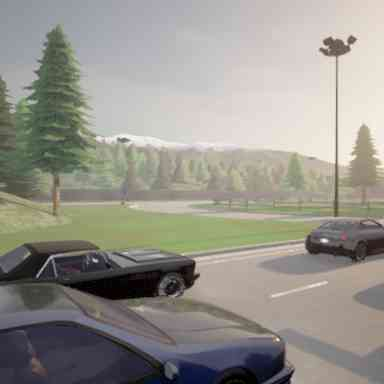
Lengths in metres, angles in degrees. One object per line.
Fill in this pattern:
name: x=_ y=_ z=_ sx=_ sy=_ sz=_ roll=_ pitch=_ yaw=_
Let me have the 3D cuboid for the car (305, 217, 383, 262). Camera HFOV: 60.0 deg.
car: x=6.161 y=1.640 z=12.486 sx=4.181 sy=1.385 sz=1.994 roll=0 pitch=0 yaw=-35

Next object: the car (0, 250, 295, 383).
car: x=-1.531 y=1.549 z=2.659 sx=5.357 sy=1.411 sz=2.033 roll=0 pitch=0 yaw=-36

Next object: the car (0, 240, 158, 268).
car: x=-2.169 y=1.613 z=6.499 sx=4.718 sy=1.301 sz=1.895 roll=0 pitch=0 yaw=-35
